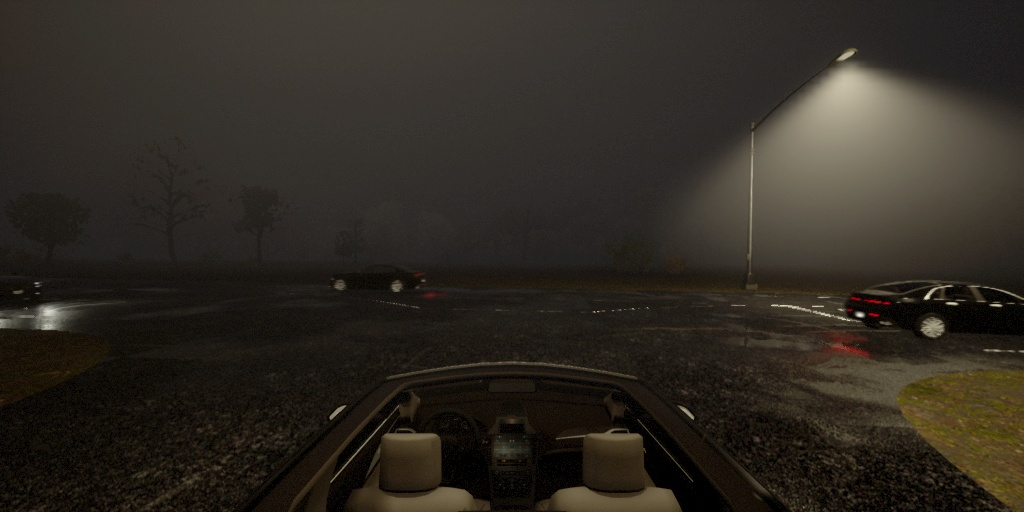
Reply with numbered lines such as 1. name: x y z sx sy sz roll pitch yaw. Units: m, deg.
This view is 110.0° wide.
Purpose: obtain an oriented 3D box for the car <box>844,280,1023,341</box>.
1. car: 12.329 1.458 9.977 4.892 1.490 1.837 1 1 6

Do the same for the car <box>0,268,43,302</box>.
1. car: -20.764 1.035 13.547 5.008 1.535 1.882 1 1 6

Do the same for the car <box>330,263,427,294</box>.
1. car: -7.101 1.116 19.118 5.008 1.535 1.882 1 1 6
